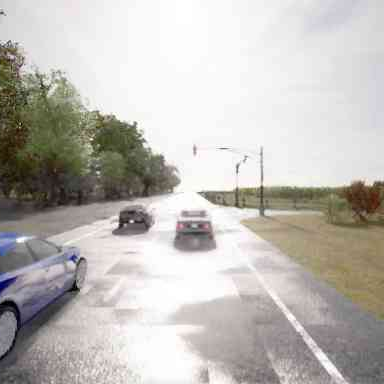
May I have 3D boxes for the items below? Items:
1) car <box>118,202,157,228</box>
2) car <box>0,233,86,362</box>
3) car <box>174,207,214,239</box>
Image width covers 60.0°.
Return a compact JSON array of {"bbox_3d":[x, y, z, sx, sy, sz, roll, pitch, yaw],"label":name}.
[{"bbox_3d":[-3.406,1.406,21.175,1.837,1.490,4.892,0,0,0],"label":"car"},{"bbox_3d":[-3.401,1.450,5.815,1.882,1.535,5.008,0,0,0],"label":"car"},{"bbox_3d":[0.097,1.470,16.626,2.033,1.411,5.357,0,0,0],"label":"car"}]
